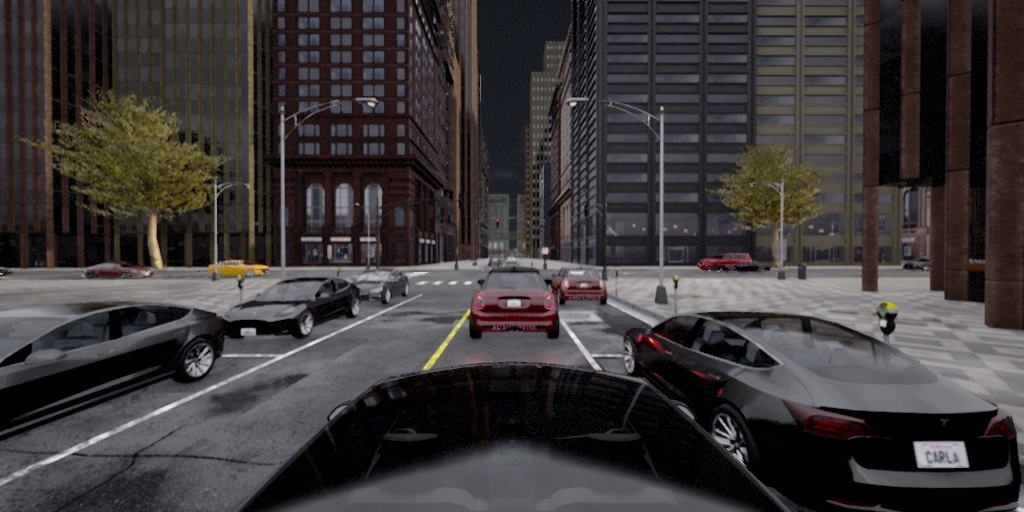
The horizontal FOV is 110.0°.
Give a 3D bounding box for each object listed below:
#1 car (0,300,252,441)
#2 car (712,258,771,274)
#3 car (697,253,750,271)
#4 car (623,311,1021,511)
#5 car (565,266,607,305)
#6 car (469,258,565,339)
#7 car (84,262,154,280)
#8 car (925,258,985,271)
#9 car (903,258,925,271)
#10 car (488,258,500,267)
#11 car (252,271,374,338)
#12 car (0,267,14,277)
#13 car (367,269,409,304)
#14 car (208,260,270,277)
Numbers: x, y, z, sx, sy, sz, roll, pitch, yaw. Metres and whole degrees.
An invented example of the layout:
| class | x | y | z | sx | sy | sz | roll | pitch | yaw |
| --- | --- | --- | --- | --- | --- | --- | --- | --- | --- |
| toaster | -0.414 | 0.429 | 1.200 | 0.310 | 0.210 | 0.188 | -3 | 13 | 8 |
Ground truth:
| class | x | y | z | sx | sy | sz | roll | pitch | yaw |
| --- | --- | --- | --- | --- | --- | --- | --- | --- | --- |
| car | -5.763 | 1.304 | 4.386 | 1.948 | 1.339 | 4.313 | 0 | 0 | 0 |
| car | 23.974 | 1.133 | 37.279 | 4.718 | 1.301 | 1.895 | 0 | 1 | 0 |
| car | 24.060 | 0.723 | 40.522 | 5.566 | 2.045 | 2.150 | 0 | 1 | 0 |
| car | 2.762 | 1.304 | 4.386 | 1.948 | 1.339 | 4.313 | 0 | 0 | 0 |
| car | 2.766 | 1.130 | 15.658 | 1.967 | 1.591 | 4.097 | 0 | 0 | 0 |
| car | 0.069 | 1.066 | 10.116 | 2.097 | 1.767 | 4.553 | 0 | 0 | 1 |
| car | -33.382 | 1.266 | 30.473 | 4.674 | 1.442 | 1.812 | 0 | 1 | 0 |
| car | 46.747 | 0.966 | 37.247 | 5.008 | 1.535 | 1.882 | 0 | 1 | 0 |
| car | 47.207 | 0.966 | 40.494 | 4.892 | 1.490 | 1.837 | 0 | 1 | 0 |
| car | -3.052 | 1.046 | 61.168 | 1.812 | 1.442 | 4.674 | 0 | 0 | 0 |
| car | -5.761 | 1.280 | 10.023 | 1.948 | 1.339 | 4.313 | 0 | 0 | 0 |
| car | -50.730 | 1.308 | 33.772 | 5.357 | 1.411 | 2.033 | 0 | 1 | 0 |
| car | -5.760 | 1.241 | 15.659 | 2.007 | 1.370 | 4.403 | 0 | 0 | 0 |
| car | -25.595 | 1.166 | 33.734 | 5.008 | 1.535 | 1.882 | 0 | 1 | 0 |
